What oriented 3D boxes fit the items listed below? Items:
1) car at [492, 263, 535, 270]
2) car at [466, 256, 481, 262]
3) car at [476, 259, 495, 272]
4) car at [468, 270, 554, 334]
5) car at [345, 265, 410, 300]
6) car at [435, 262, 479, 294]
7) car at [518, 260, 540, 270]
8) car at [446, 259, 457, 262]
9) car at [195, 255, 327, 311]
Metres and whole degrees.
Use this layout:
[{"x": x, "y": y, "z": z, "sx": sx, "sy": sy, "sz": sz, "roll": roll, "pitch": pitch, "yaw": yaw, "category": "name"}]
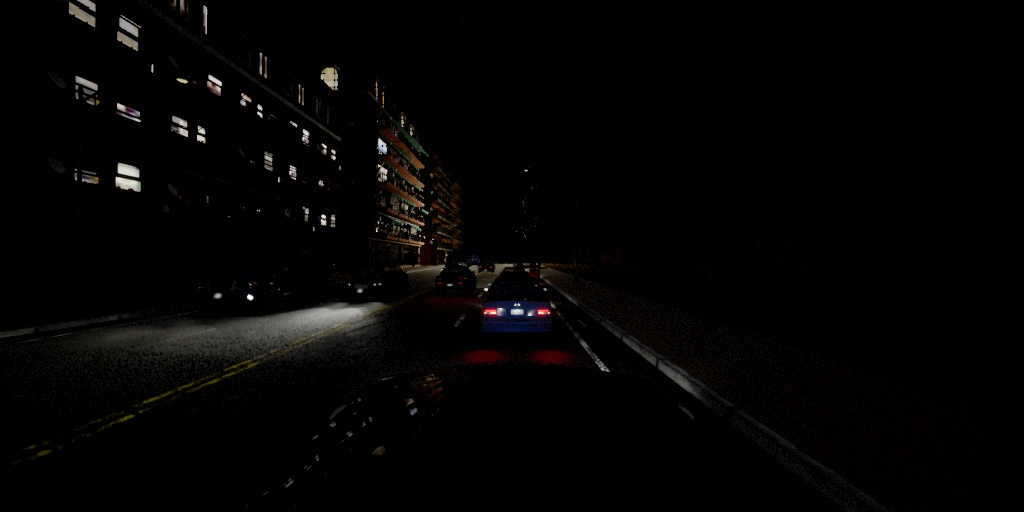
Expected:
[{"x": 0.116, "y": 1.317, "z": 20.876, "sx": 1.994, "sy": 1.385, "sz": 4.181, "roll": 0, "pitch": 0, "yaw": 1, "category": "car"}, {"x": -6.502, "y": 0.976, "z": 61.534, "sx": 2.150, "sy": 2.045, "sz": 5.566, "roll": 0, "pitch": 0, "yaw": 0, "category": "car"}, {"x": -3.099, "y": 1.353, "z": 44.831, "sx": 1.895, "sy": 1.301, "sz": 4.718, "roll": 0, "pitch": 0, "yaw": 0, "category": "car"}, {"x": 0.112, "y": 1.299, "z": 10.542, "sx": 2.033, "sy": 1.411, "sz": 5.357, "roll": 0, "pitch": 0, "yaw": 0, "category": "car"}, {"x": -6.582, "y": 1.244, "z": 17.982, "sx": 2.128, "sy": 1.511, "sz": 4.902, "roll": 0, "pitch": 0, "yaw": 0, "category": "car"}, {"x": -3.129, "y": 1.278, "z": 20.381, "sx": 1.812, "sy": 1.442, "sz": 4.674, "roll": 0, "pitch": 0, "yaw": 0, "category": "car"}, {"x": 1.170, "y": 1.104, "z": 29.811, "sx": 2.097, "sy": 1.767, "sz": 4.553, "roll": 0, "pitch": 0, "yaw": 0, "category": "car"}, {"x": -9.768, "y": 1.277, "z": 57.720, "sx": 1.812, "sy": 1.442, "sz": 4.674, "roll": 0, "pitch": 0, "yaw": 0, "category": "car"}, {"x": -9.836, "y": 0.973, "z": 14.756, "sx": 2.150, "sy": 2.045, "sz": 5.566, "roll": 0, "pitch": 0, "yaw": 0, "category": "car"}]
